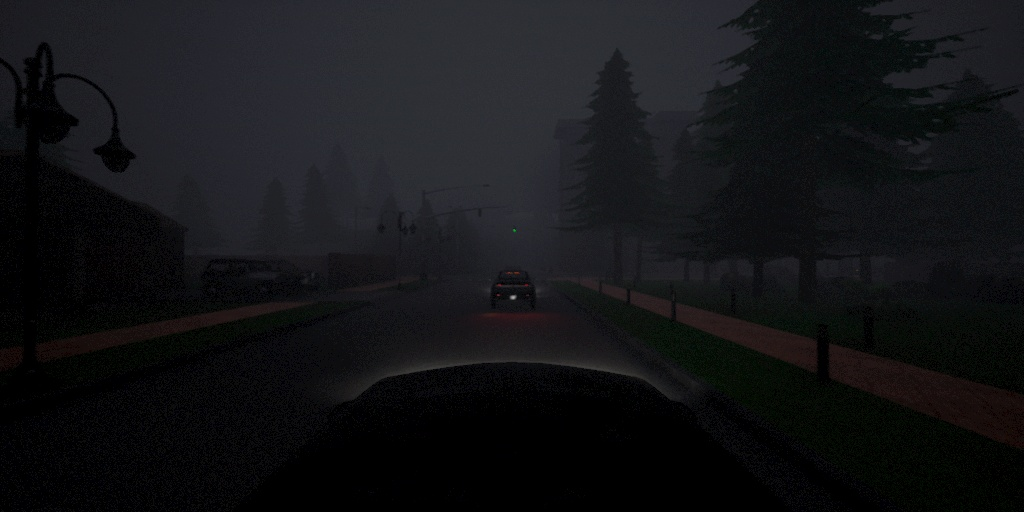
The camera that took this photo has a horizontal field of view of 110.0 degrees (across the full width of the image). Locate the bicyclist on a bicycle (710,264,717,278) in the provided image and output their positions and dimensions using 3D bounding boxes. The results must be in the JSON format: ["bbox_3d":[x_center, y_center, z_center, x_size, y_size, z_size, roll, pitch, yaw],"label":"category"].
[{"bbox_3d":[20.242,1.402,36.271,0.582,1.620,1.656,0,-1,1],"label":"bicyclist on a bicycle"}]

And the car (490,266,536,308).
[{"bbox_3d":[0.059,1.381,16.056,2.128,1.511,4.902,0,0,0],"label":"car"}]

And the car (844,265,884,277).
[{"bbox_3d":[39.531,1.664,39.678,4.674,1.442,1.812,0,-1,1],"label":"car"}]
